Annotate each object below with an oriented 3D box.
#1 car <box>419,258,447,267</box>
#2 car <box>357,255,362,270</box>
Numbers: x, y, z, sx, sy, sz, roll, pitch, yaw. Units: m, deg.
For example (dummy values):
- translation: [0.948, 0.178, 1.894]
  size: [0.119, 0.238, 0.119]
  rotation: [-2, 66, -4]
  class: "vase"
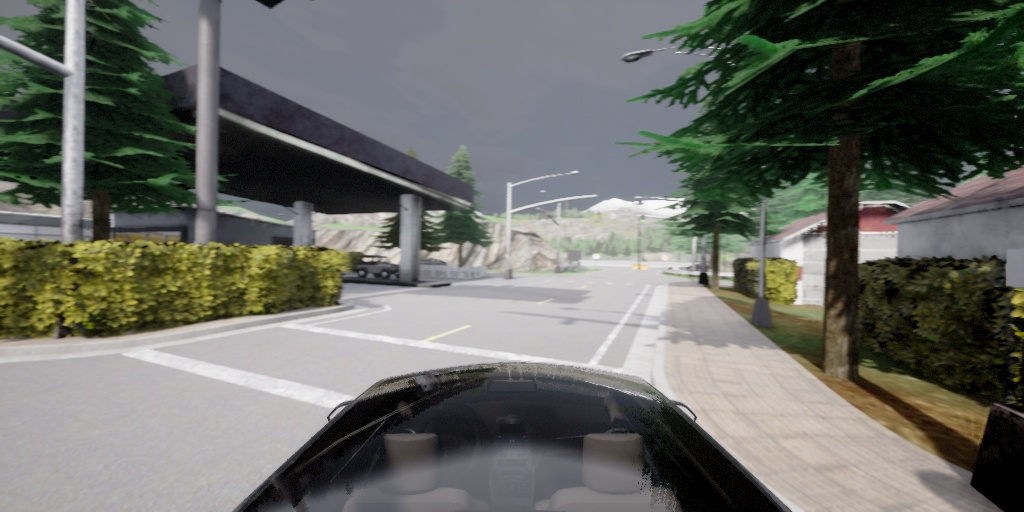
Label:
- translation: [-10.276, 1.020, 44.095]
  size: [4.892, 1.490, 1.837]
  rotation: [2, 0, 24]
  class: "car"
- translation: [-23.969, 0.762, 50.198]
  size: [4.892, 1.490, 1.837]
  rotation: [2, 0, 24]
  class: "car"
